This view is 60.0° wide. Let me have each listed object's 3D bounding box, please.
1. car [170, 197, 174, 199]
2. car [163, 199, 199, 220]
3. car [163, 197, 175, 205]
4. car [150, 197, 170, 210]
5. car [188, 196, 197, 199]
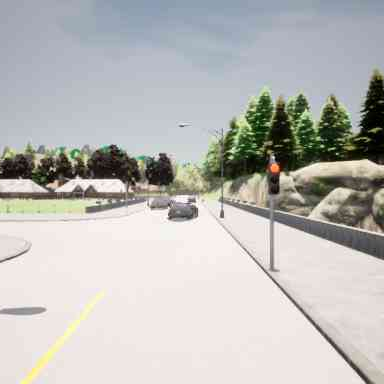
[{"bbox_3d":[-4.233,1.547,52.341,2.033,1.411,5.357,0,0,-1],"label":"car"},{"bbox_3d":[-0.700,1.564,28.251,1.994,1.385,4.181,0,0,11],"label":"car"},{"bbox_3d":[-4.225,1.601,62.154,1.895,1.301,4.718,0,0,0],"label":"car"},{"bbox_3d":[-4.214,1.526,42.633,1.812,1.442,4.674,0,0,-1],"label":"car"},{"bbox_3d":[-0.072,1.547,65.132,2.033,1.411,5.357,0,0,0],"label":"car"}]
